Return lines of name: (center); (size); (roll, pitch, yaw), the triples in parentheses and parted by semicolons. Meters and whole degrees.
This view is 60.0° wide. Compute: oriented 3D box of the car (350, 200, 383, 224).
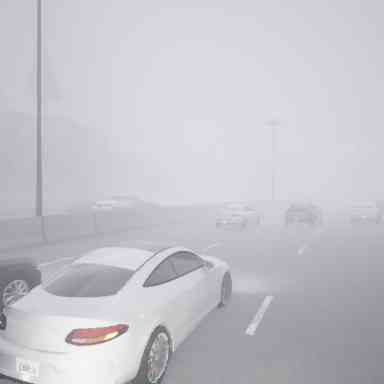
car: (13.100, 1.526, 25.008); (1.812, 1.442, 4.674); (0, 0, 32)

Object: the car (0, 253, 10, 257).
car: (-4.593, 1.505, 5.090); (1.837, 1.490, 4.892); (0, 0, 21)

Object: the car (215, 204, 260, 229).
car: (3.020, 1.525, 21.612); (1.812, 1.442, 4.674); (0, 0, 28)

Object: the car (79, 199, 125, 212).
car: (-10.746, 1.547, 40.112); (2.033, 1.411, 5.357); (0, 0, 32)

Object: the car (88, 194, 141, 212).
car: (-7.078, 1.221, 32.630); (2.150, 2.045, 5.566); (0, 0, 31)

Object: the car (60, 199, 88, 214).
car: (-10.774, 1.491, 33.155); (2.128, 1.511, 4.902); (0, 0, 30)

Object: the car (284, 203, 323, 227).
car: (7.743, 1.491, 22.876); (2.128, 1.511, 4.902); (0, 0, 30)

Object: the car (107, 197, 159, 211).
car: (-4.811, 1.491, 29.501); (2.128, 1.511, 4.902); (0, 0, 30)

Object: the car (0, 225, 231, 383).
car: (-0.739, 1.526, 5.348); (1.812, 1.442, 4.674); (0, 0, 22)
